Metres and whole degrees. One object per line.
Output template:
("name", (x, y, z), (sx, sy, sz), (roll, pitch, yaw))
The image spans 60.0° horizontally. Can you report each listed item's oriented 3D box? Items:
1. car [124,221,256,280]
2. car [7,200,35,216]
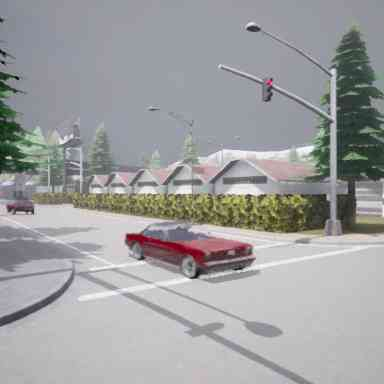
("car", (-0.288, 1.626, 10.326), (1.895, 1.301, 4.718), (0, 0, -36))
("car", (-16.905, 1.499, 32.822), (1.895, 1.301, 4.718), (0, 0, -36))
